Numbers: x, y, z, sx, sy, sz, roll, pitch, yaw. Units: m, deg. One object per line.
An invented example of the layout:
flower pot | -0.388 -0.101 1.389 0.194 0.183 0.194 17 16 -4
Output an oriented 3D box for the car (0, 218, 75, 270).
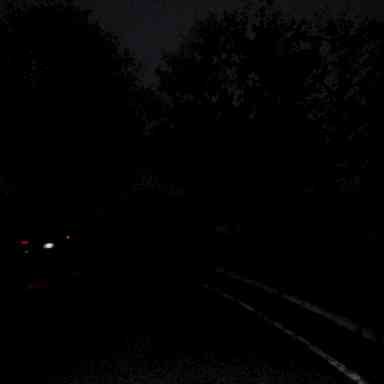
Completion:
car | -5.746 1.591 11.313 4.181 1.385 1.994 -1 0 43
